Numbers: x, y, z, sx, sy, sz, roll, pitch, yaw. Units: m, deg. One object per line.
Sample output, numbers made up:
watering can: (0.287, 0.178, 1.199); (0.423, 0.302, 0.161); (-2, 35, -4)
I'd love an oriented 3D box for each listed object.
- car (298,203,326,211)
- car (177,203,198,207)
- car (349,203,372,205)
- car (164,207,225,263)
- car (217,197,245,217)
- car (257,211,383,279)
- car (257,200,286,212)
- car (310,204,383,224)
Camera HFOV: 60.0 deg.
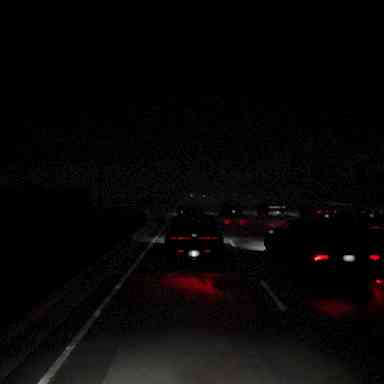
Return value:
car: (10.574, 1.577, 28.241); (1.895, 1.301, 4.718); (0, 0, 0)
car: (-0.360, 1.574, 28.275); (1.895, 1.301, 4.718); (0, 0, -5)
car: (14.074, 1.577, 28.242); (1.895, 1.301, 4.718); (0, 0, 0)
car: (0.072, 1.496, 11.928); (1.837, 1.490, 4.892); (0, 0, 0)
car: (3.581, 1.497, 30.902); (1.812, 1.442, 4.674); (0, 0, 0)
car: (3.563, 1.539, 10.020); (2.033, 1.411, 5.357); (0, 0, 0)
car: (7.078, 1.465, 29.873); (2.128, 1.511, 4.902); (0, 0, 0)
car: (7.081, 1.480, 14.154); (2.128, 1.511, 4.902); (0, 0, 0)
